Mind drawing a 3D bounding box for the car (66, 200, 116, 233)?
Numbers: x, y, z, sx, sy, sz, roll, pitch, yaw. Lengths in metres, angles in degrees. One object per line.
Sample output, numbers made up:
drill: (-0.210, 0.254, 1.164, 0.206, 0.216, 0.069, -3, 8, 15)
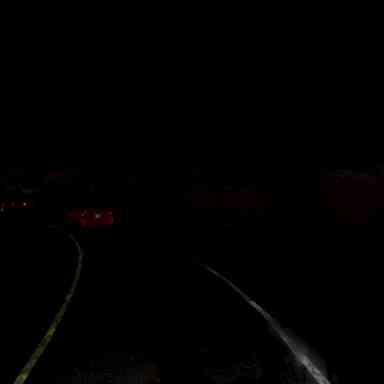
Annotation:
car: (-6.169, 1.310, 19.913, 2.097, 1.767, 4.553, -1, 1, -30)

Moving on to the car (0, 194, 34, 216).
car: (-17.498, 1.224, 32.514, 5.566, 2.045, 2.150, 0, 0, 41)
